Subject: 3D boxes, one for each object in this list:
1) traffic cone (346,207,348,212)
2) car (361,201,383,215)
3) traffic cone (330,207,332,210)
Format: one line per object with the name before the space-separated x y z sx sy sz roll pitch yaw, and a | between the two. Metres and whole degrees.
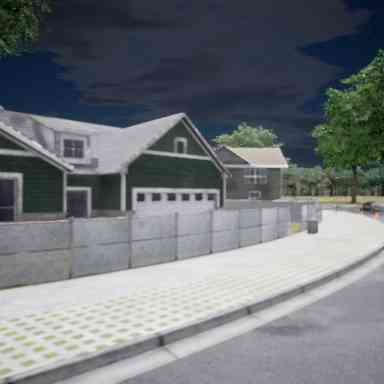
traffic cone | 18.430 2.117 39.616 0.340 0.580 0.340 0 0 4
car | 19.792 1.676 35.839 1.812 1.442 4.674 0 0 8
traffic cone | 18.566 2.129 44.377 0.340 0.580 0.340 0 0 -1
